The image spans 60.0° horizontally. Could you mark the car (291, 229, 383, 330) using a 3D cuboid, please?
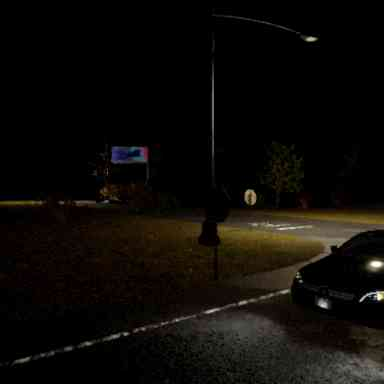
[{"bbox_3d":[4.016,1.529,6.718,4.674,1.442,1.812,0,0,-35],"label":"car"}]

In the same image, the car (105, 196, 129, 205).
[{"bbox_3d":[-12.185,1.465,55.048,2.033,1.411,5.357,0,0,-33],"label":"car"}]

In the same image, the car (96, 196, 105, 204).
[{"bbox_3d":[-16.170,1.396,60.967,2.128,1.511,4.902,0,0,-34],"label":"car"}]
